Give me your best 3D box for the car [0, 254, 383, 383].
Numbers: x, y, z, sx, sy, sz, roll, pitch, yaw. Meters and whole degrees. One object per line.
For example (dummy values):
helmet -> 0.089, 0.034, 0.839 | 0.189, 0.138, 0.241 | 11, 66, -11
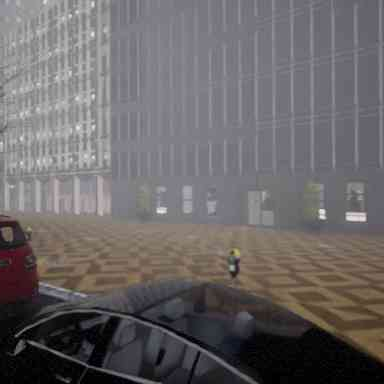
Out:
car -> -0.489, 1.565, 3.230 | 4.313, 1.339, 1.947 | 0, 0, 35

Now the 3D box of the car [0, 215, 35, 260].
car -> -4.995, 1.324, 6.425 | 5.009, 1.841, 2.192 | 0, 0, 35
